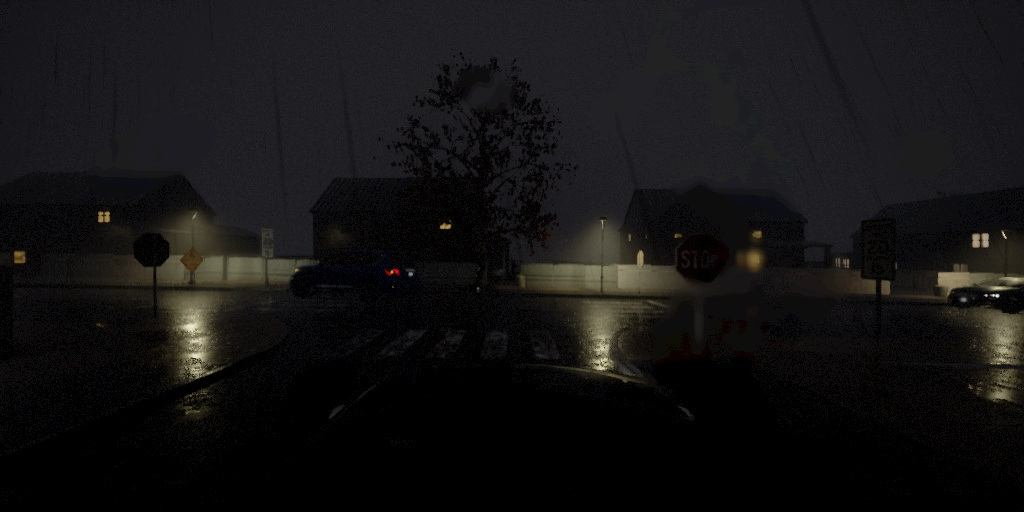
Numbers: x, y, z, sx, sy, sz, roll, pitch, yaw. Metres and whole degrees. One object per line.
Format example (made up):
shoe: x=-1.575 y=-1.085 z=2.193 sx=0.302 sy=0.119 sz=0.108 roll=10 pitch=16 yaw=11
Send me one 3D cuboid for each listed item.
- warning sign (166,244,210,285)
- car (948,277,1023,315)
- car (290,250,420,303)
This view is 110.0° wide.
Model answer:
warning sign: x=-15.825 y=0.478 z=17.727 sx=1.060 sy=1.860 sz=1.300 roll=0 pitch=0 yaw=0
car: x=21.991 y=1.687 z=15.512 sx=4.902 sy=1.511 sz=2.128 roll=1 pitch=0 yaw=0
car: x=-6.600 y=0.765 z=15.178 sx=5.566 sy=2.045 sz=2.150 roll=1 pitch=-2 yaw=19
